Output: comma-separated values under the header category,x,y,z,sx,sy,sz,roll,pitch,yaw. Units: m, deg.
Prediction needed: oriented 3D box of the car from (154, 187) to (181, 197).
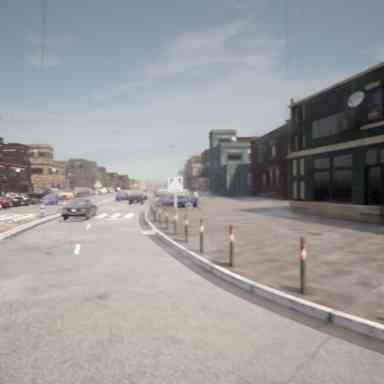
category,x,y,z,sx,sy,sz,roll,pitch,yaw
car,-5.096,0.006,69.449,5.566,2.045,2.435,-1,1,-5

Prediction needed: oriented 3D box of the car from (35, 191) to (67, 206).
category,x,y,z,sx,sy,sz,roll,pitch,yaw
car,-18.368,0.989,43.594,1.812,1.442,4.674,-1,1,-5

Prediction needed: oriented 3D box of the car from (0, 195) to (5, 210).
category,x,y,z,sx,sy,sz,roll,pitch,yaw
car,-22.004,1.047,33.563,4.553,1.767,2.185,-1,1,-5

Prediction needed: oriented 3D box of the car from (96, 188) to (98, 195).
category,x,y,z,sx,sy,sz,roll,pitch,yaw
car,-26.650,0.213,82.975,4.674,1.452,2.002,-1,1,-5

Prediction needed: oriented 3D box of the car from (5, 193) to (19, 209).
category,x,y,z,sx,sy,sz,roll,pitch,yaw
car,-22.296,1.124,36.312,5.008,1.535,2.097,-1,1,-5

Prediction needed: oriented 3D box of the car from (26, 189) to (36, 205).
category,x,y,z,sx,sy,sz,roll,pitch,yaw
car,-22.774,0.892,41.801,4.553,1.767,2.185,-1,1,-5

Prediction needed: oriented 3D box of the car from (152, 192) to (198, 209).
category,x,y,z,sx,sy,sz,roll,pitch,yaw
car,-1.828,1.036,33.598,4.792,1.488,2.163,-1,1,-5

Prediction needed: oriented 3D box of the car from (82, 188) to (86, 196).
category,x,y,z,sx,sy,sz,roll,pitch,yaw
car,-25.364,0.435,69.252,4.892,1.521,2.231,-1,1,-5

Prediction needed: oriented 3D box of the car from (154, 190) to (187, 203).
category,x,y,z,sx,sy,sz,roll,pitch,yaw
car,-3.040,0.619,47.319,4.553,1.767,2.185,-1,1,-5

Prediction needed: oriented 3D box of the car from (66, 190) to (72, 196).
category,x,y,z,sx,sy,sz,roll,pitch,yaw
car,-24.349,0.662,58.273,5.008,1.535,2.097,-1,1,-5

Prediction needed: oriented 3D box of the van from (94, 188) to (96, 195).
category,x,y,z,sx,sy,sz,roll,pitch,yaw
van,-26.292,-0.006,80.360,4.442,1.987,1.878,-1,1,-5

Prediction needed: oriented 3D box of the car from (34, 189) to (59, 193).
category,x,y,z,sx,sy,sz,roll,pitch,yaw
car,-23.604,0.591,50.031,5.566,2.045,2.435,-1,1,-5

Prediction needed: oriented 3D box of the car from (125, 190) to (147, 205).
category,x,y,z,sx,sy,sz,roll,pitch,yaw
car,-7.444,0.866,44.671,1.837,1.490,4.892,-1,2,-6

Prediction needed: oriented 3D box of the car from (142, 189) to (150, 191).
category,x,y,z,sx,sy,sz,roll,pitch,yaw
car,-8.604,0.709,56.007,1.895,1.301,4.718,-1,1,-5

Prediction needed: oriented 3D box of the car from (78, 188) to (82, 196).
category,x,y,z,sx,sy,sz,roll,pitch,yaw
car,-25.084,0.363,66.508,4.553,1.767,2.185,-1,1,-5

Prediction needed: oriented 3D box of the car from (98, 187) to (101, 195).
category,x,y,z,sx,sy,sz,roll,pitch,yaw
car,-27.094,0.123,85.703,5.366,1.575,1.946,-1,1,-5

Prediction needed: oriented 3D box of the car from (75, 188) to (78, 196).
category,x,y,z,sx,sy,sz,roll,pitch,yaw
car,-24.889,0.421,63.757,4.553,1.767,2.185,-1,1,-5

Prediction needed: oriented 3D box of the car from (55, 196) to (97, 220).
category,x,y,z,sx,sy,sz,roll,pitch,yaw
car,-8.432,1.273,25.196,2.033,1.411,5.357,-1,1,-8

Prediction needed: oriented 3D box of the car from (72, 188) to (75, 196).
category,x,y,z,sx,sy,sz,roll,pitch,yaw
car,-24.632,0.478,61.013,4.553,1.767,2.185,-1,1,-5

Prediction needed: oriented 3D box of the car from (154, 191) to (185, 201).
category,x,y,z,sx,sy,sz,roll,pitch,yaw
car,-3.577,0.622,52.853,4.892,1.521,2.231,-1,1,-5

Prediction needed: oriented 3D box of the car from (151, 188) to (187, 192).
category,x,y,z,sx,sy,sz,roll,pitch,yaw
car,-2.270,0.789,39.012,4.553,1.767,2.185,-1,1,-5

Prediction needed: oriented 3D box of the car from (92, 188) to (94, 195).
category,x,y,z,sx,sy,sz,roll,pitch,yaw
car,-26.133,0.275,77.485,4.892,1.521,2.231,-1,1,-5

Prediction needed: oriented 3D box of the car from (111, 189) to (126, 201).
category,x,y,z,sx,sy,sz,roll,pitch,yaw
car,-11.510,0.705,54.852,2.033,1.411,5.357,-1,1,-5

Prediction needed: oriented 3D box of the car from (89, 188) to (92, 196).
category,x,y,z,sx,sy,sz,roll,pitch,yaw
car,-25.877,0.328,74.742,4.892,1.521,2.231,-1,1,-5

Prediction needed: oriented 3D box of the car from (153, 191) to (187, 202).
category,x,y,z,sx,sy,sz,roll,pitch,yaw
car,-3.344,0.680,50.210,5.008,1.535,2.097,-1,1,-5

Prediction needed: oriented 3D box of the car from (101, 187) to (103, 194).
category,x,y,z,sx,sy,sz,roll,pitch,yaw
car,-27.159,0.077,88.464,4.892,1.521,2.231,-1,1,-5

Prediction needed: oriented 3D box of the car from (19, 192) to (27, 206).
category,x,y,z,sx,sy,sz,roll,pitch,yaw
car,-22.545,1.111,39.057,4.674,1.452,2.002,-1,1,-5

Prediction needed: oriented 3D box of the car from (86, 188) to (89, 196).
category,x,y,z,sx,sy,sz,roll,pitch,yaw
car,-25.620,0.380,71.998,4.892,1.521,2.231,-1,1,-5
